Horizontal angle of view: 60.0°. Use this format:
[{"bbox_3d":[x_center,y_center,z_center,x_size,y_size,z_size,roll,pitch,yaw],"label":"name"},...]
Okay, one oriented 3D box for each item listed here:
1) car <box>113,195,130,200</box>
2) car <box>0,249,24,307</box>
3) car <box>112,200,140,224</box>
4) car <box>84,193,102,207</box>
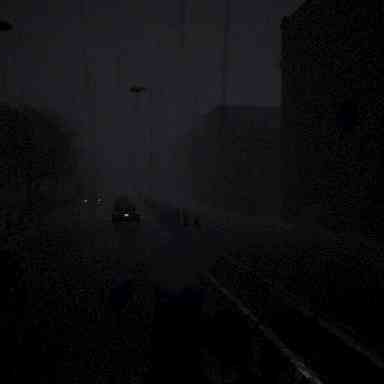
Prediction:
[{"bbox_3d":[-8.696,1.159,41.347,1.882,1.535,5.008,-1,2,-13],"label":"car"},{"bbox_3d":[-4.380,1.624,5.303,2.033,1.411,5.357,-1,0,-10],"label":"car"},{"bbox_3d":[-5.072,1.594,25.483,1.994,1.385,4.181,-1,1,-13],"label":"car"},{"bbox_3d":[-13.172,0.940,44.369,2.097,1.767,4.553,-1,3,-13],"label":"car"}]
